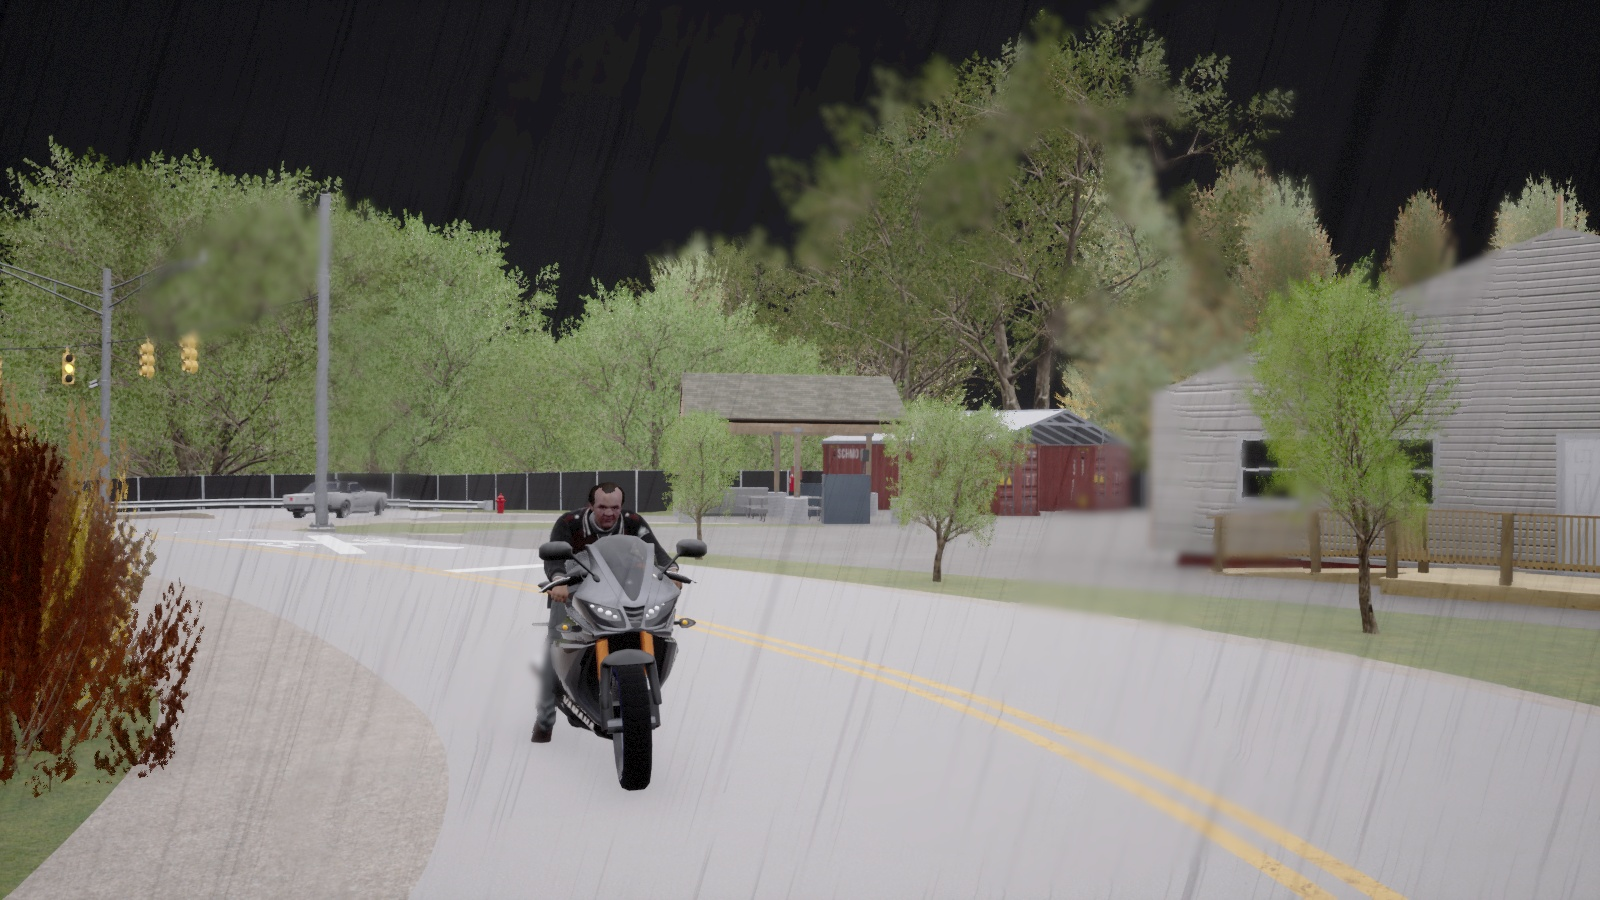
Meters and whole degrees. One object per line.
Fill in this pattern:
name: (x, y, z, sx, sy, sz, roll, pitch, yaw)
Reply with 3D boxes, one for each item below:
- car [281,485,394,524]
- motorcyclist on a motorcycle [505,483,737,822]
car: (-16.597, 1.942, 45.342, 1.895, 1.301, 4.718, -1, -2, 6)
motorcyclist on a motorcycle: (-1.077, 0.965, 6.969, 0.866, 1.530, 2.191, 0, -1, -19)
